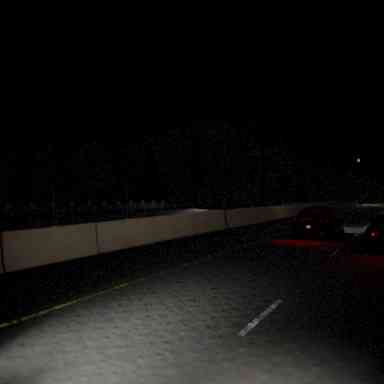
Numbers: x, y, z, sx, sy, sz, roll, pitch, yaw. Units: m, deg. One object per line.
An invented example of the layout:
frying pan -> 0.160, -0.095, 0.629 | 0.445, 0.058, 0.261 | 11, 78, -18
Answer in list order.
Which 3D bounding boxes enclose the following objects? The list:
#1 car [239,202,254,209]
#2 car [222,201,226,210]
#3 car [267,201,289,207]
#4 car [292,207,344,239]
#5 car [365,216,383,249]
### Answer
car -> 8.842, 1.856, 47.292 | 1.882, 1.535, 5.008 | 0, -1, 32
car -> 5.894, 1.865, 49.180 | 2.128, 1.511, 4.902 | 0, -1, 32
car -> 11.804, 1.980, 45.428 | 2.033, 1.411, 5.357 | 0, -1, 32
car -> 6.875, 1.531, 17.904 | 1.882, 1.535, 5.008 | 0, 0, 32
car -> 8.560, 1.638, 14.028 | 1.895, 1.301, 4.718 | 0, 0, 32
